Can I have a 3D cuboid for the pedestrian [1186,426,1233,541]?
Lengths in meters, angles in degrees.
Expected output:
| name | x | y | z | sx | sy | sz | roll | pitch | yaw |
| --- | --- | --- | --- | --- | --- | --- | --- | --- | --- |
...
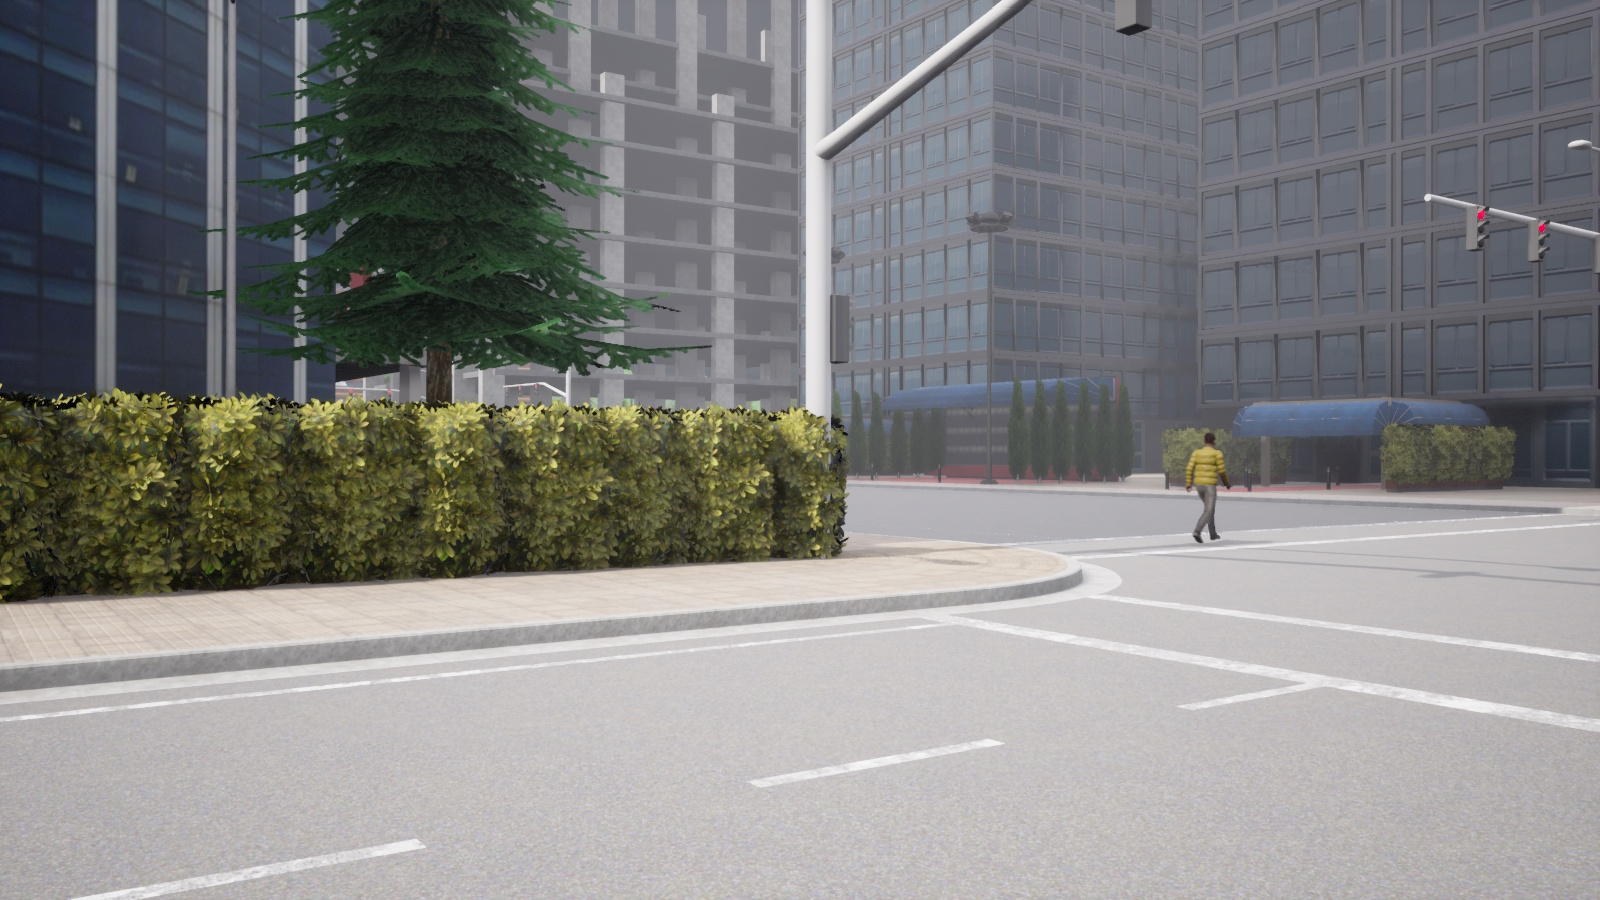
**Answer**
| name | x | y | z | sx | sy | sz | roll | pitch | yaw |
| --- | --- | --- | --- | --- | --- | --- | --- | --- | --- |
| pedestrian | 6.709 | 0.542 | 20.561 | 0.709 | 1.840 | 0.431 | 0 | 0 | -41 |
